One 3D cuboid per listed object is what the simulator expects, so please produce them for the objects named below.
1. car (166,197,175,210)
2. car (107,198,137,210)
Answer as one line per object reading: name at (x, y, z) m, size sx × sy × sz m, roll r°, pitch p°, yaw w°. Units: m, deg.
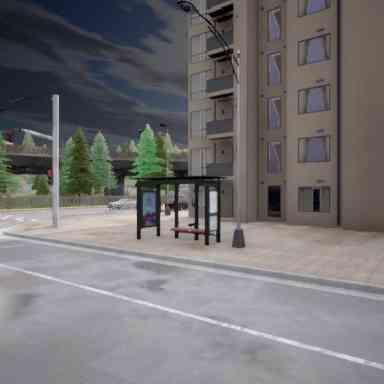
car at (-0.991, 1.296, 39.424) m, size 2.097 × 1.767 × 4.553 m, roll 0°, pitch 0°, yaw 39°
car at (-8.379, 1.469, 41.554) m, size 1.812 × 1.442 × 4.674 m, roll 0°, pitch 0°, yaw 39°
